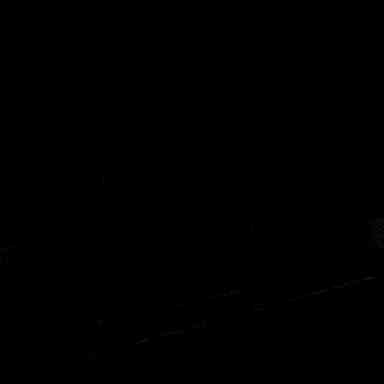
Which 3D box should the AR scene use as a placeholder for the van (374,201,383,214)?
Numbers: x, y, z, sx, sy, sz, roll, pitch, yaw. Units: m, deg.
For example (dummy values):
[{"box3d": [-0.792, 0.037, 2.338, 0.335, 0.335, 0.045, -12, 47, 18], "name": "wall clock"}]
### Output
[{"box3d": [28.991, 2.333, 49.320, 1.878, 1.987, 4.442, 3, -2, -36], "name": "van"}]
